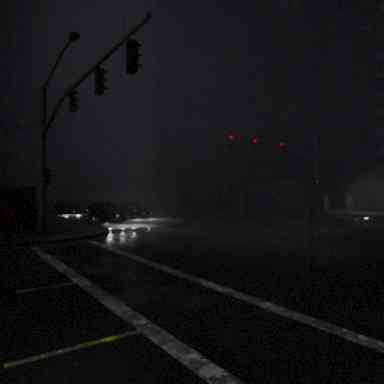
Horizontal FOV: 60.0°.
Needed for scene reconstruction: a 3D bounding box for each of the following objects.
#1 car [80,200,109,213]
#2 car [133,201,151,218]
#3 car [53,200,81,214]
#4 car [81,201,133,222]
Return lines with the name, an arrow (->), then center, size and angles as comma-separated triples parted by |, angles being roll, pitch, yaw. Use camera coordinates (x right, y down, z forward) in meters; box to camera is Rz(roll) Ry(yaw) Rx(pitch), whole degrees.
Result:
car -> -11.773, 1.693, 39.863 | 1.895, 1.301, 4.718 | 0, 0, -36
car -> -5.613, 1.618, 31.326 | 1.812, 1.442, 4.674 | 0, 0, -36
car -> -13.835, 1.616, 36.725 | 2.033, 1.411, 5.357 | 0, 0, -36
car -> -7.097, 1.560, 27.371 | 2.128, 1.511, 4.902 | 0, 0, -36
